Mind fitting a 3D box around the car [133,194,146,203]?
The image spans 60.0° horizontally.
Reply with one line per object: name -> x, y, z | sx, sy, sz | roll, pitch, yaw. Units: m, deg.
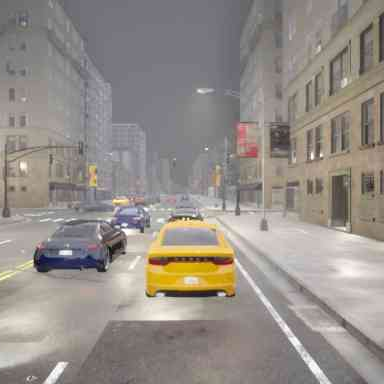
car -> -11.220, 1.380, 71.070 | 2.097, 1.767, 4.553 | 0, 0, -1

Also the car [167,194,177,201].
car -> -4.918, 1.376, 80.574 | 2.097, 1.767, 4.553 | 0, 0, -1

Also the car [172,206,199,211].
car -> -0.353, 1.509, 18.082 | 1.837, 1.490, 4.892 | 0, 0, -1

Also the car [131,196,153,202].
car -> -7.641, 1.621, 51.108 | 1.895, 1.301, 4.718 | 0, 0, -1

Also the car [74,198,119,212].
car -> -10.400, 1.574, 35.430 | 4.181, 1.385, 1.994 | 0, 0, -25

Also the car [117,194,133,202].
car -> -10.894, 1.498, 51.146 | 1.882, 1.535, 5.008 | 0, 0, -1

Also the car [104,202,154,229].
car -> -3.533, 1.531, 19.481 | 1.812, 1.442, 4.674 | 0, 0, -1

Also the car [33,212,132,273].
car -> -3.355, 1.566, 10.739 | 1.994, 1.385, 4.181 | 0, 0, -1

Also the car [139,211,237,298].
car -> -0.053, 1.479, 8.601 | 1.882, 1.535, 5.008 | 0, 0, -1

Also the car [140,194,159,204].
car -> -7.810, 1.570, 60.751 | 2.033, 1.411, 5.357 | 0, 0, -1

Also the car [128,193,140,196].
car -> -11.069, 1.244, 61.081 | 2.150, 2.045, 5.566 | 0, 0, -1

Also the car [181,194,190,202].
car -> -1.669, 1.376, 80.642 | 2.097, 1.767, 4.553 | 0, 0, -1

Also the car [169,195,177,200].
car -> -5.130, 1.433, 90.605 | 2.033, 1.411, 5.357 | 0, 0, -1

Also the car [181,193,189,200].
car -> -1.880, 1.248, 90.643 | 2.097, 1.767, 4.553 | 0, 0, -1

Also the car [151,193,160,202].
car -> -7.973, 1.250, 71.226 | 2.150, 2.045, 5.566 | 0, 0, -1
